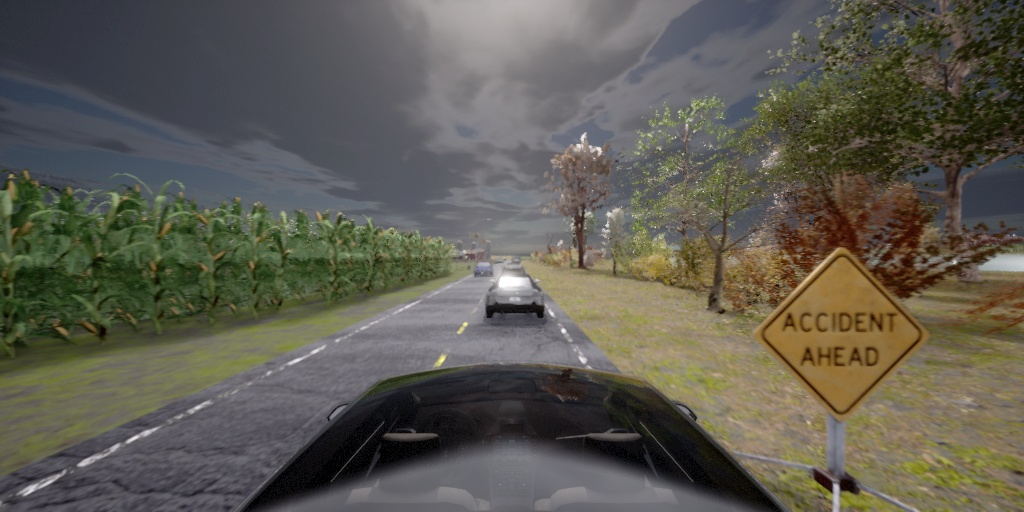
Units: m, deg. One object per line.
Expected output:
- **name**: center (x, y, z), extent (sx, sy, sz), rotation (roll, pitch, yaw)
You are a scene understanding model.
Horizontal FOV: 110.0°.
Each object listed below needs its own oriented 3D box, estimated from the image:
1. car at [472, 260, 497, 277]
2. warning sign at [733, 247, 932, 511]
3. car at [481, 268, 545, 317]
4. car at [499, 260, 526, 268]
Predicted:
- **car**: center (-2.823, 1.316, 36.508), extent (1.812, 1.442, 4.674), rotation (0, 0, 0)
- **warning sign**: center (2.451, 0.865, 2.718), extent (1.300, 1.860, 1.060), rotation (0, 0, 0)
- **car**: center (0.098, 1.322, 13.196), extent (1.994, 1.385, 4.181), rotation (0, 0, 0)
- **car**: center (0.111, 1.283, 28.984), extent (1.837, 1.490, 4.892), rotation (0, 0, 0)
